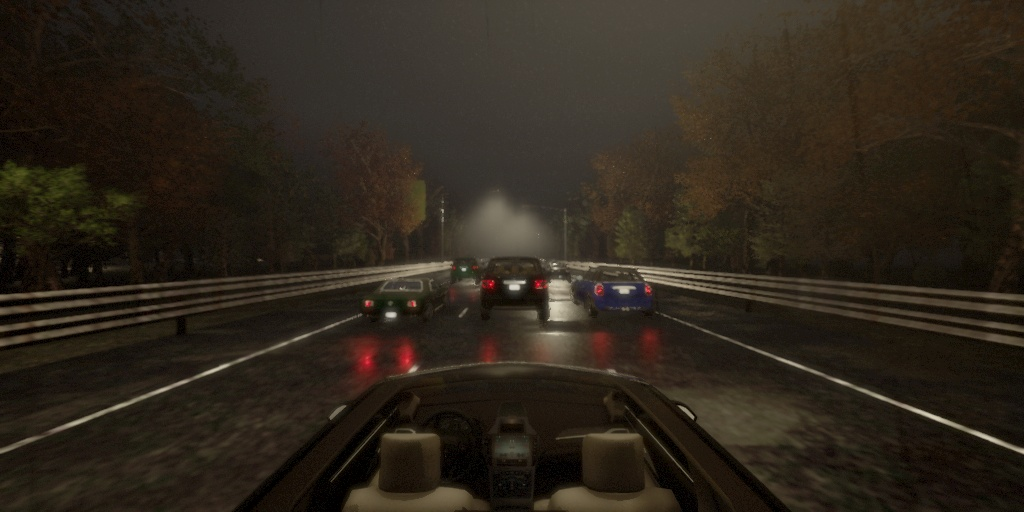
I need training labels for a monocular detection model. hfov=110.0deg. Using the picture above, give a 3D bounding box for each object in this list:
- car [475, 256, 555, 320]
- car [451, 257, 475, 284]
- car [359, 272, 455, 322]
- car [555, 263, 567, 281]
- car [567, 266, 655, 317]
[{"bbox_3d":[0.088,1.016,13.056,2.150,2.045,5.566,0,0,0],"label":"car"},{"bbox_3d":[-3.410,1.071,28.154,2.150,2.045,5.566,0,0,0],"label":"car"},{"bbox_3d":[-3.416,1.394,12.403,1.895,1.301,4.718,0,0,0],"label":"car"},{"bbox_3d":[3.591,1.345,29.002,2.128,1.511,4.902,0,0,0],"label":"car"},{"bbox_3d":[3.586,1.151,13.543,2.097,1.767,4.553,0,0,0],"label":"car"}]
